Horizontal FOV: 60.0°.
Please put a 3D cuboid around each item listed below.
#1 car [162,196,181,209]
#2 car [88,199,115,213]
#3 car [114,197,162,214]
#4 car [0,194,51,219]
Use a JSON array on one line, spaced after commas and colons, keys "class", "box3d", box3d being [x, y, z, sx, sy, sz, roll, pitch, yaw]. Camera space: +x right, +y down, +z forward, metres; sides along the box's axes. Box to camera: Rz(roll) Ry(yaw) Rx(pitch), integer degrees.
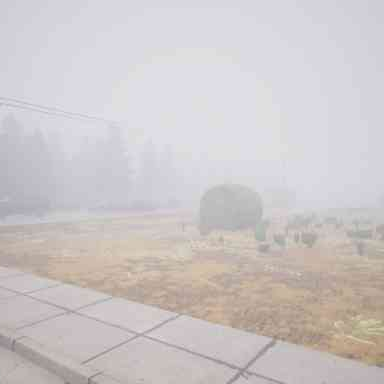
[{"class": "car", "box3d": [-3.559, 1.379, 45.816, 2.097, 1.767, 4.553, 0, 0, 37]}, {"class": "car", "box3d": [-9.526, 1.552, 37.740, 1.812, 1.442, 4.674, 0, 0, 37]}, {"class": "car", "box3d": [-5.845, 1.552, 36.509, 1.812, 1.442, 4.674, 0, 0, 36]}, {"class": "car", "box3d": [-15.476, 1.248, 29.693, 2.150, 2.045, 5.566, 0, 0, 36]}]
